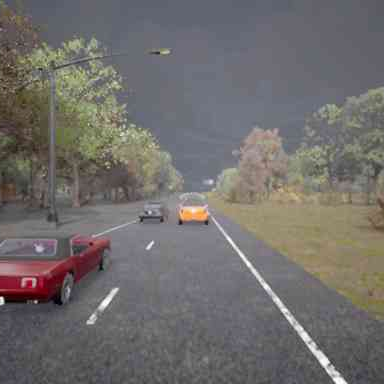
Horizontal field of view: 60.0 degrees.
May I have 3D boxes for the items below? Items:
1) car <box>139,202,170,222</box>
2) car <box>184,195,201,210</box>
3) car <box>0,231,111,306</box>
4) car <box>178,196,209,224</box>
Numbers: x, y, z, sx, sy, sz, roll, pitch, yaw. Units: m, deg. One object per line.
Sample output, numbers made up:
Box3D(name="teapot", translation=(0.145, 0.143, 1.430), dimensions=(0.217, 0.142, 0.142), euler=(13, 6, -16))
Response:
Box3D(name="car", translation=(-2.897, 1.521, 26.179), dimensions=(2.033, 1.411, 5.357), euler=(0, 0, 2))
Box3D(name="car", translation=(0.106, 1.311, 42.640), dimensions=(2.097, 1.767, 4.553), euler=(0, 0, 0))
Box3D(name="car", translation=(-3.361, 1.592, 7.978), dimensions=(1.895, 1.301, 4.718), euler=(0, 0, 1))
Box3D(name="car", translation=(0.110, 1.327, 24.645), dimensions=(2.097, 1.767, 4.553), euler=(0, 0, 0))
